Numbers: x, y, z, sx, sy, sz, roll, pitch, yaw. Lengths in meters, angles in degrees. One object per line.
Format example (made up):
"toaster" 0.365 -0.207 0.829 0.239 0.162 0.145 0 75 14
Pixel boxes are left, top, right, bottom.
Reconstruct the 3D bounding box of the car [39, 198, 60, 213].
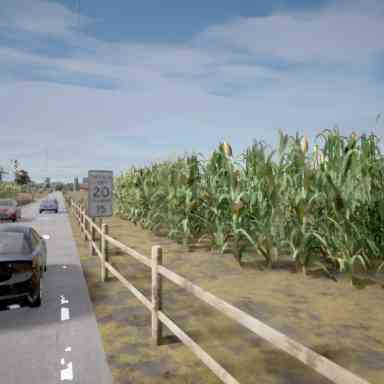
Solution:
"car" -15.727 1.560 36.605 2.033 1.411 5.357 0 0 -21

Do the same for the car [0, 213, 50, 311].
"car" -4.382 1.480 7.563 1.882 1.535 5.008 0 0 -21

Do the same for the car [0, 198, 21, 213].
"car" -14.532 1.373 25.648 2.097 1.767 4.553 0 0 -21

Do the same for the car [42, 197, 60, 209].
"car" -19.381 1.510 45.769 2.128 1.511 4.902 0 0 -21
